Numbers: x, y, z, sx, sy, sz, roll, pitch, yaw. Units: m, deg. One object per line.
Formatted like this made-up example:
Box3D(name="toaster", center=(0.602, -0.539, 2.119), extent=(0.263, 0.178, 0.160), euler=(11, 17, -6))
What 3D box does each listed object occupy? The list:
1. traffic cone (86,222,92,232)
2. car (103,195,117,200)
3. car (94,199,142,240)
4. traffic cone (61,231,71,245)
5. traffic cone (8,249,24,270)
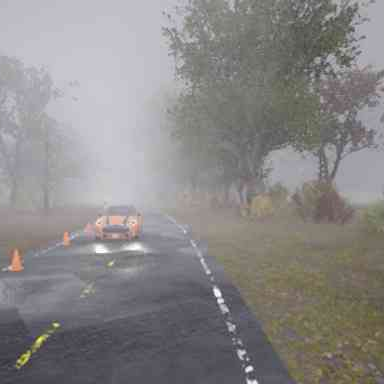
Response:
Box3D(name="traffic cone", center=(-6.150, 2.074, 19.781), extent=(0.340, 0.580, 0.340), euler=(0, 0, -7))
Box3D(name="car", center=(-16.681, 1.617, 67.443), extent=(2.150, 2.045, 5.566), euler=(0, 0, -24))
Box3D(name="car", center=(-3.761, 1.457, 17.596), extent=(2.097, 1.767, 4.553), euler=(0, 0, -6))
Box3D(name="traffic cone", center=(-5.644, 2.045, 14.877), extent=(0.340, 0.580, 0.340), euler=(0, 0, -5))
Box3D(name="traffic cone", center=(-5.264, 2.016, 9.962), extent=(0.340, 0.580, 0.340), euler=(0, 0, -4))
